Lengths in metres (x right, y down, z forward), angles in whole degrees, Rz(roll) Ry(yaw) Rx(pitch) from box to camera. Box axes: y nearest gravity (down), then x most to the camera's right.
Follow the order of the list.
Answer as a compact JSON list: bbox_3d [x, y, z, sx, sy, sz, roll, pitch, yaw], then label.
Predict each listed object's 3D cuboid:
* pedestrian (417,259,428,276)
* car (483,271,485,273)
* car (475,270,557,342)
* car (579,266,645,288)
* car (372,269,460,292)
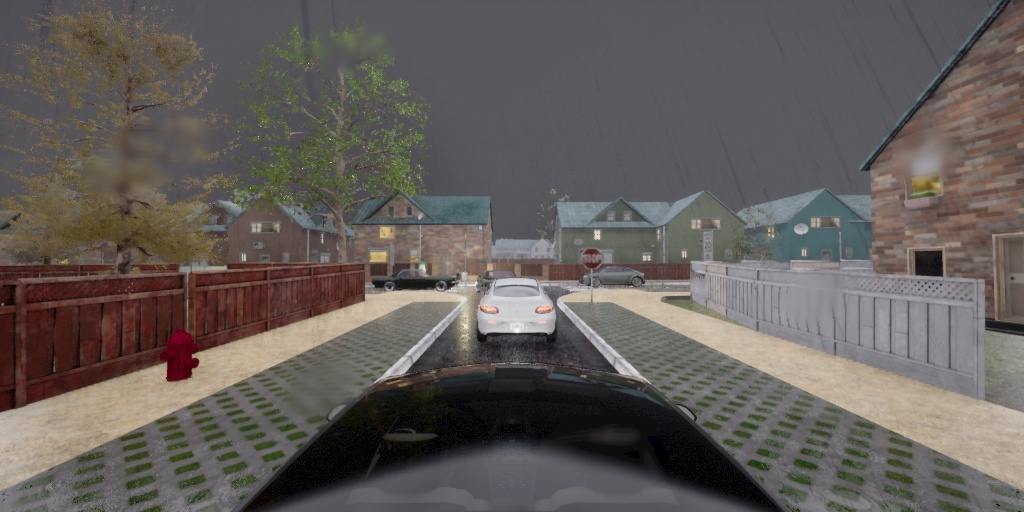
[{"bbox_3d":[-6.701,1.119,26.783,0.375,1.860,0.375,0,-1,1],"label":"pedestrian"},{"bbox_3d":[-0.756,1.366,18.512,1.895,1.301,4.718,0,-1,-12],"label":"car"},{"bbox_3d":[0.103,1.279,9.694,1.812,1.442,4.674,0,0,0],"label":"car"},{"bbox_3d":[6.539,1.344,23.688,4.181,1.385,1.994,0,-1,1],"label":"car"},{"bbox_3d":[-5.482,1.416,20.897,4.718,1.301,1.895,-1,-1,1],"label":"car"}]
